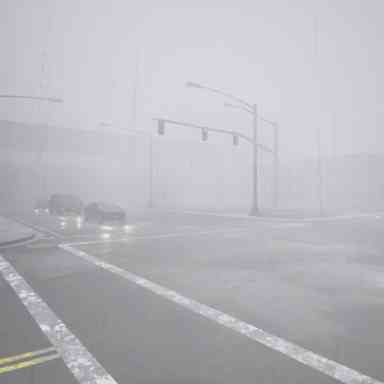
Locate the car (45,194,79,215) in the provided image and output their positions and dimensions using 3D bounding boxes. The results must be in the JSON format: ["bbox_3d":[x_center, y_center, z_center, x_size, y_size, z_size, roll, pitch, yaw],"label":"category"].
[{"bbox_3d":[-13.215,1.250,34.491,2.150,2.045,5.566,0,0,-36],"label":"car"}]

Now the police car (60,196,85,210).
[{"bbox_3d":[-16.407,1.466,45.443,1.930,1.638,5.238,0,0,-35],"label":"police car"}]

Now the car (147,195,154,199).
[{"bbox_3d":[-11.630,1.419,93.090,1.853,1.218,4.536,0,0,-5],"label":"car"}]

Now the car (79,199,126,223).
[{"bbox_3d":[-6.890,1.507,25.939,1.882,1.535,5.008,0,0,-37],"label":"car"}]

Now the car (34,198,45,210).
[{"bbox_3d":[-20.192,1.580,45.030,2.033,1.411,5.357,0,0,-24],"label":"car"}]

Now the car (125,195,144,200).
[{"bbox_3d":[-15.356,1.569,92.981,4.974,1.542,2.038,0,0,25],"label":"car"}]

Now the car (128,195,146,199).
[{"bbox_3d":[-15.403,1.411,93.003,4.536,1.218,1.853,0,0,25],"label":"car"}]

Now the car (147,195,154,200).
[{"bbox_3d":[-11.625,1.577,93.038,2.038,1.542,4.974,0,0,-5],"label":"car"}]
